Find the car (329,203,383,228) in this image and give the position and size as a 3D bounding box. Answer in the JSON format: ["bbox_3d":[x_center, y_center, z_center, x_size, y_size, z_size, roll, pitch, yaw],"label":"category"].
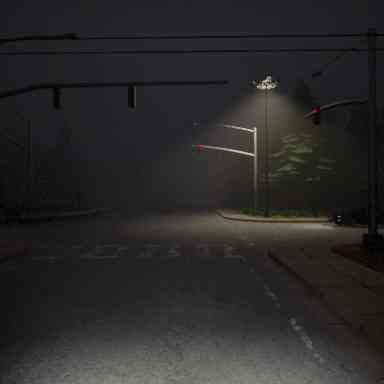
[{"bbox_3d":[11.683,1.524,22.094,4.892,1.490,1.837,0,0,1],"label":"car"}]
